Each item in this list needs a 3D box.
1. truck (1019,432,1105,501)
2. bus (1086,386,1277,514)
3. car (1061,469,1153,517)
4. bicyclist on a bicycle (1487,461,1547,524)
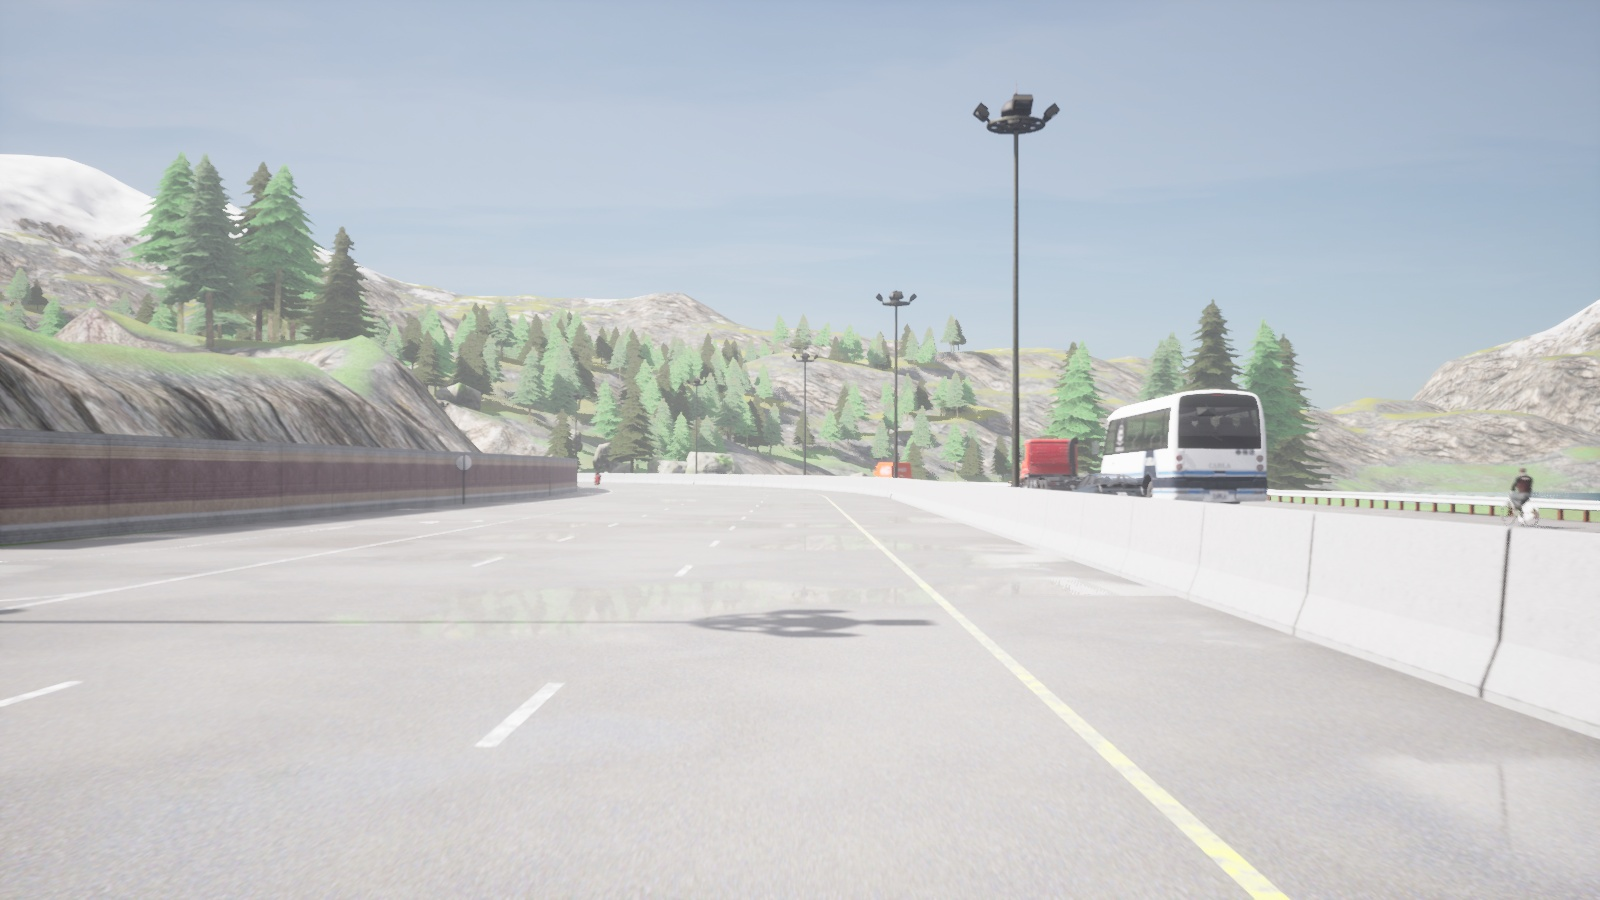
[{"bbox_3d":[13.838,0.899,67.017,2.891,3.462,7.936,0,-1,0],"label":"truck"},{"bbox_3d":[13.884,0.169,47.009,3.944,4.253,10.273,0,-2,0],"label":"bus"},{"bbox_3d":[10.399,1.436,42.833,2.007,1.525,4.514,0,-1,0],"label":"car"},{"bbox_3d":[20.914,1.215,36.659,0.659,1.776,1.843,0,-1,0],"label":"bicyclist on a bicycle"}]
